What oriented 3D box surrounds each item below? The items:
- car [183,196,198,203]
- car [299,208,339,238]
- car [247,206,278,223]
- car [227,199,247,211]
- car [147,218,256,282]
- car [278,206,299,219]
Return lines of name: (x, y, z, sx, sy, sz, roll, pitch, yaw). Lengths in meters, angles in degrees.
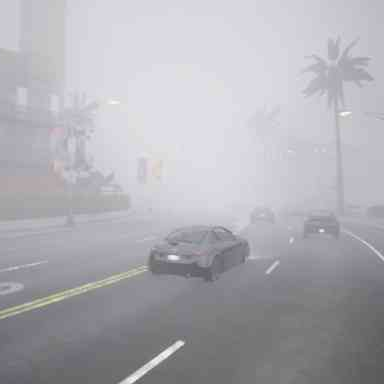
car: (0.503, 2.367, 91.522, 4.553, 1.767, 2.185, 0, -1, 44)
car: (7.564, 1.817, 19.841, 1.837, 1.490, 4.892, 0, -1, 17)
car: (6.197, 1.983, 29.728, 1.994, 1.385, 4.181, 0, -1, 8)
car: (7.204, 2.269, 52.625, 1.994, 1.385, 4.181, 1, -1, -19)
car: (0.386, 1.695, 10.396, 1.994, 1.385, 4.181, 0, -1, 25)
car: (10.228, 2.119, 34.794, 1.895, 1.301, 4.718, 1, -1, 3)
